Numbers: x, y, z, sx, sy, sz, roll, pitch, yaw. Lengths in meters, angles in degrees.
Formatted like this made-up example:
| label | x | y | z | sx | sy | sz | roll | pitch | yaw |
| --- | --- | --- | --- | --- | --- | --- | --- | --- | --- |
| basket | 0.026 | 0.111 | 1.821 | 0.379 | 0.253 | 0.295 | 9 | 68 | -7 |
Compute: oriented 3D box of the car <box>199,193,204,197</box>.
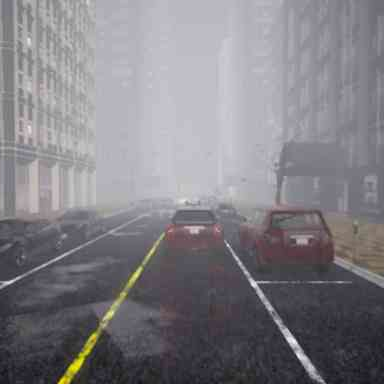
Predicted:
| label | x | y | z | sx | sy | sz | roll | pitch | yaw |
| --- | --- | --- | --- | --- | --- | --- | --- | --- | --- |
| car | 2.356 | 1.356 | 71.260 | 1.837 | 1.490 | 4.892 | 0 | 0 | 0 |

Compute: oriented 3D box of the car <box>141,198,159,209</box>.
| label | x | y | z | sx | sy | sz | roll | pitch | yaw |
| --- | --- | --- | --- | --- | --- | --- | --- | --- | --- |
| car | -5.668 | 1.485 | 45.166 | 1.947 | 1.339 | 4.313 | -1 | 0 | 0 |

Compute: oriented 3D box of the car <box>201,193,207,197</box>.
| label | x | y | z | sx | sy | sz | roll | pitch | yaw |
| --- | --- | --- | --- | --- | --- | --- | --- | --- | --- |
| car | 2.677 | 1.360 | 45.105 | 1.967 | 1.590 | 4.097 | -1 | 0 | 0 |

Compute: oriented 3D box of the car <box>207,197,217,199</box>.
| label | x | y | z | sx | sy | sz | roll | pitch | yaw |
| --- | --- | --- | --- | --- | --- | --- | --- | --- | --- |
| car | 2.679 | 1.493 | 33.756 | 2.008 | 1.369 | 4.403 | -1 | 0 | 0 |

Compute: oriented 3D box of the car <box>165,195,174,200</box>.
| label | x | y | z | sx | sy | sz | roll | pitch | yaw |
| --- | --- | --- | --- | --- | --- | --- | --- | --- | --- |
| car | -5.700 | 1.364 | 84.884 | 2.008 | 1.369 | 4.403 | -1 | 0 | 0 |

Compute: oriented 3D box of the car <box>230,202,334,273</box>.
| label | x | y | z | sx | sy | sz | roll | pitch | yaw |
| --- | --- | --- | --- | --- | --- | --- | --- | --- | --- |
| car | 2.713 | 1.299 | 10.573 | 2.192 | 1.841 | 5.009 | -1 | 0 | 0 |

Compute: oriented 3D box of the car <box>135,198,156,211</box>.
| label | x | y | z | sx | sy | sz | roll | pitch | yaw |
| --- | --- | --- | --- | --- | --- | --- | --- | --- | --- |
| car | -5.668 | 1.512 | 39.492 | 1.802 | 1.307 | 4.206 | -1 | 0 | 0 |

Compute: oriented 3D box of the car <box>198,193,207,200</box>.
| label | x | y | z | sx | sy | sz | roll | pitch | yaw |
| --- | --- | --- | --- | --- | --- | --- | --- | --- | --- |
| car | 2.676 | 1.129 | 84.826 | 2.192 | 1.841 | 5.009 | -1 | 0 | 0 |

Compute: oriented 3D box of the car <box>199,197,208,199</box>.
| label | x | y | z | sx | sy | sz | roll | pitch | yaw |
| --- | --- | --- | --- | --- | --- | --- | --- | --- | --- |
| car | 0.089 | 1.442 | 29.164 | 2.128 | 1.511 | 4.902 | 0 | 0 | 0 |

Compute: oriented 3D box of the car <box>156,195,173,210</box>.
| label | x | y | z | sx | sy | sz | roll | pitch | yaw |
| --- | --- | --- | --- | --- | --- | --- | --- | --- | --- |
| car | -3.091 | 1.473 | 42.063 | 2.033 | 1.411 | 5.357 | 0 | 0 | 0 |

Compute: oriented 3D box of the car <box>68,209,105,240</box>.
| label | x | y | z | sx | sy | sz | roll | pitch | yaw |
| --- | --- | --- | --- | --- | --- | --- | --- | --- | --- |
| car | -5.669 | 1.538 | 16.797 | 1.947 | 1.339 | 4.313 | -1 | 0 | 0 |

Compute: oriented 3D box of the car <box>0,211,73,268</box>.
| label | x | y | z | sx | sy | sz | roll | pitch | yaw |
| --- | --- | --- | --- | --- | --- | --- | --- | --- | --- |
| car | -5.839 | 1.548 | 11.123 | 1.947 | 1.339 | 4.313 | -1 | 0 | 0 |

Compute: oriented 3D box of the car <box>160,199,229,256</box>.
| label | x | y | z | sx | sy | sz | roll | pitch | yaw |
| --- | --- | --- | --- | --- | --- | --- | --- | --- | --- |
| car | 0.086 | 1.330 | 13.185 | 2.097 | 1.767 | 4.553 | 0 | 0 | 0 |

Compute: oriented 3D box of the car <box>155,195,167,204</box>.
| label | x | y | z | sx | sy | sz | roll | pitch | yaw |
| --- | --- | --- | --- | --- | --- | --- | --- | --- | --- |
| car | -5.686 | 1.402 | 62.018 | 1.752 | 1.417 | 4.829 | -1 | 0 | 0 |

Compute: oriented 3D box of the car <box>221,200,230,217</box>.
| label | x | y | z | sx | sy | sz | roll | pitch | yaw |
| --- | --- | --- | --- | --- | --- | --- | --- | --- | --- |
| car | 2.679 | 1.518 | 28.083 | 1.947 | 1.339 | 4.313 | -1 | 0 | 0 |
